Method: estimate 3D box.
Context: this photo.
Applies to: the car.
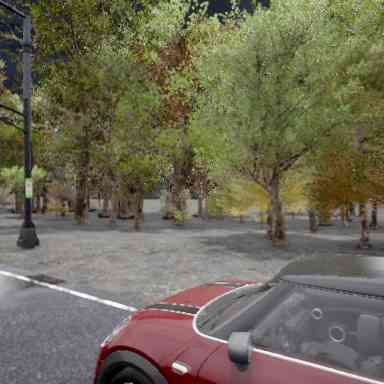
[{"bbox_3d":[1.253,1.346,2.791,4.553,1.767,2.097,-1,0,36],"label":"car"}]
